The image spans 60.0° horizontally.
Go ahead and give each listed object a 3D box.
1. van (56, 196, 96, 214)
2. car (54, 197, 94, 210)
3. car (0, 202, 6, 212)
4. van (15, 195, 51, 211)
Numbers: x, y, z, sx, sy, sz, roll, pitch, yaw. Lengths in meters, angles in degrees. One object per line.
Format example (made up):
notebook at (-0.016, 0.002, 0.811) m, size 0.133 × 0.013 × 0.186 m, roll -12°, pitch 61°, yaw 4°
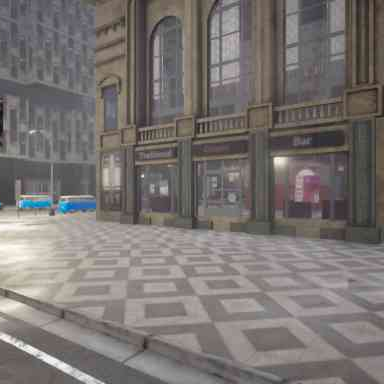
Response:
van at (-11.619, 1.283, 34.150) m, size 1.690 × 1.788 × 3.998 m, roll 0°, pitch 0°, yaw 36°
car at (-15.375, 1.466, 43.544) m, size 1.752 × 1.417 × 4.829 m, roll 0°, pitch 0°, yaw 36°
car at (-21.822, 1.513, 34.550) m, size 2.008 × 1.369 × 4.403 m, roll 0°, pitch 0°, yaw 36°
van at (-18.549, 1.292, 39.116) m, size 1.690 × 1.788 × 3.998 m, roll 0°, pitch 0°, yaw 36°
